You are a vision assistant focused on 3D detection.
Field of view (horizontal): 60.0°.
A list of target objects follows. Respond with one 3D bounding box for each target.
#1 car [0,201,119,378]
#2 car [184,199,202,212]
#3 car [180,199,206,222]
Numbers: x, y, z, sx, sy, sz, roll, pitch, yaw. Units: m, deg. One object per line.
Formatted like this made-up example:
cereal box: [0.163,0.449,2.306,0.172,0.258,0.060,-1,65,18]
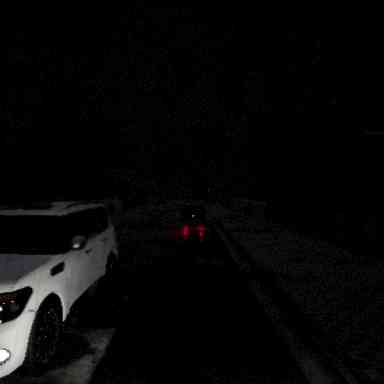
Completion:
car: [-2.838,1.227,5.910,2.150,2.045,5.566,0,0,0]
car: [0.117,1.666,42.836,2.128,1.511,4.902,0,0,0]
car: [0.100,1.558,26.648,2.128,1.511,4.902,0,-1,0]
